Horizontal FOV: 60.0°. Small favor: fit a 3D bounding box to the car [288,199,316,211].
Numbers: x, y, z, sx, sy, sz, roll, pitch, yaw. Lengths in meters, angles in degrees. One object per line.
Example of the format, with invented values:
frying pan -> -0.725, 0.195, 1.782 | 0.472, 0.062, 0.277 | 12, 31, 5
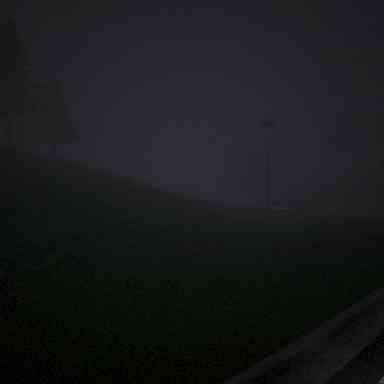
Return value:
car -> 14.709, 1.689, 44.858 | 2.128, 1.511, 4.902 | 0, 0, -10
